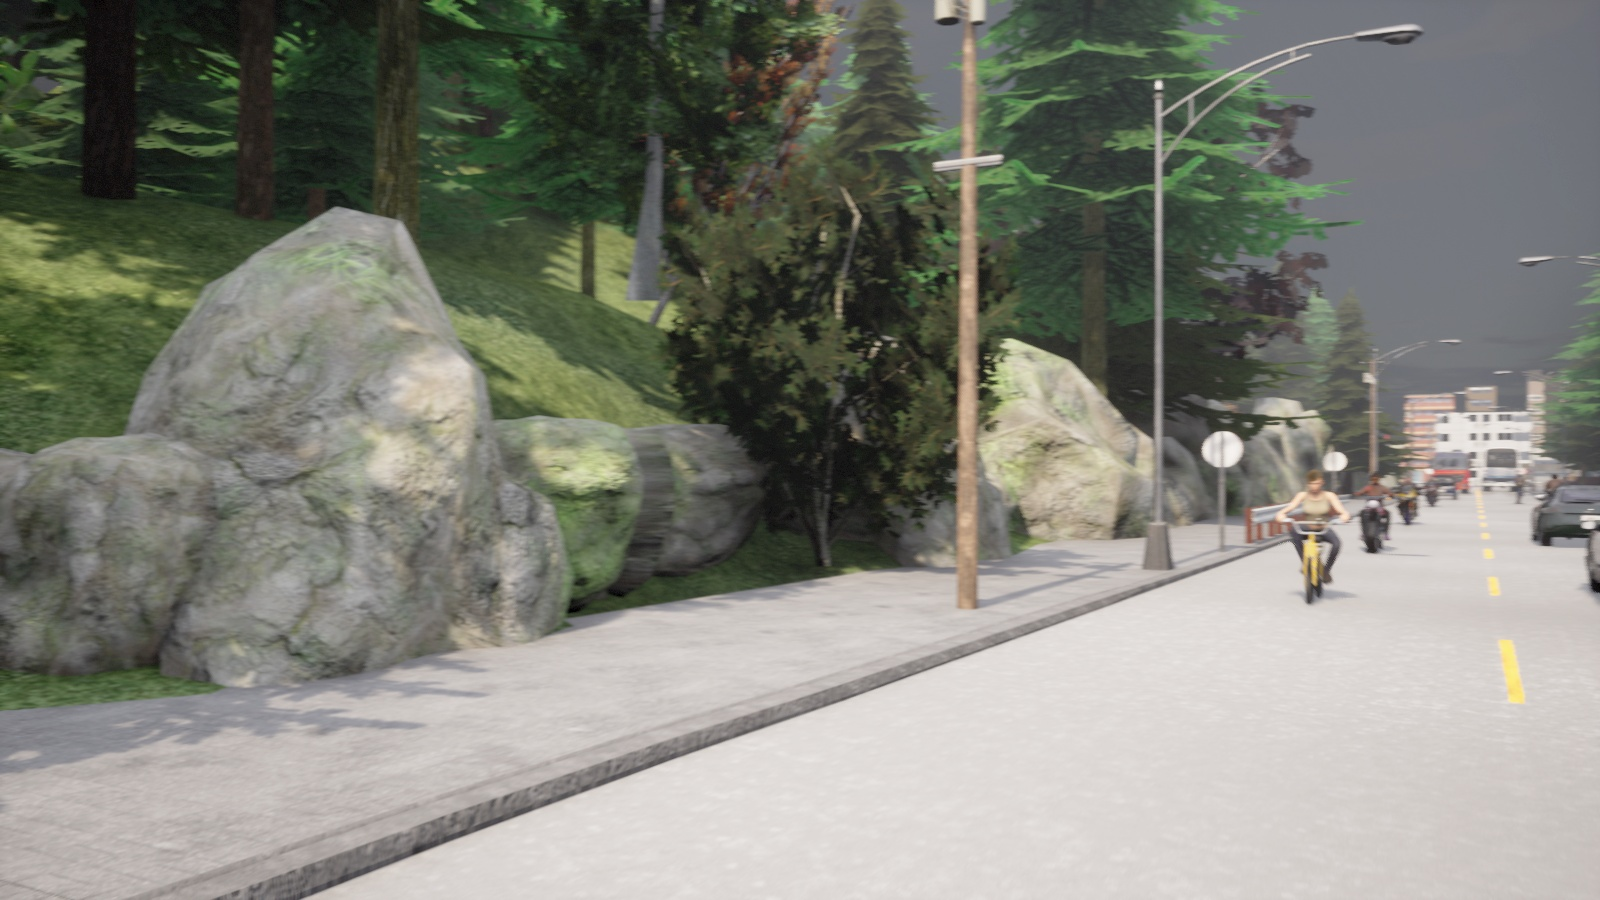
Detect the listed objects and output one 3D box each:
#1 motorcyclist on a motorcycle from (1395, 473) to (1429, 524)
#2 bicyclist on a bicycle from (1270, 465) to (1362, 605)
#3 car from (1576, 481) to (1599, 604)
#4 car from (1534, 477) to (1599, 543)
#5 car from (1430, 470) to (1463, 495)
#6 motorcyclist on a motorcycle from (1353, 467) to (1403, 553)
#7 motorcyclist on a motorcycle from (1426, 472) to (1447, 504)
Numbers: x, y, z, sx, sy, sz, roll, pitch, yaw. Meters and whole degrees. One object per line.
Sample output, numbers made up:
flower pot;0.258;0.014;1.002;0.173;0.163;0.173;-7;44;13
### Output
motorcyclist on a motorcycle;19.069;1.474;39.093;0.866;1.530;2.191;-1;-1;28
bicyclist on a bicycle;6.326;0.997;15.349;0.866;1.612;1.509;-1;-1;29
car;10.765;1.098;15.171;2.033;1.411;5.357;-1;-1;28
car;18.133;1.333;28.893;1.994;1.385;4.181;-1;-1;28
car;41.085;2.063;79.741;1.789;1.549;3.705;-1;-1;28
motorcyclist on a motorcycle;11.659;1.169;25.293;0.766;1.649;2.350;-1;-1;28
motorcyclist on a motorcycle;30.912;1.823;60.985;0.866;1.530;2.191;-1;-1;28
